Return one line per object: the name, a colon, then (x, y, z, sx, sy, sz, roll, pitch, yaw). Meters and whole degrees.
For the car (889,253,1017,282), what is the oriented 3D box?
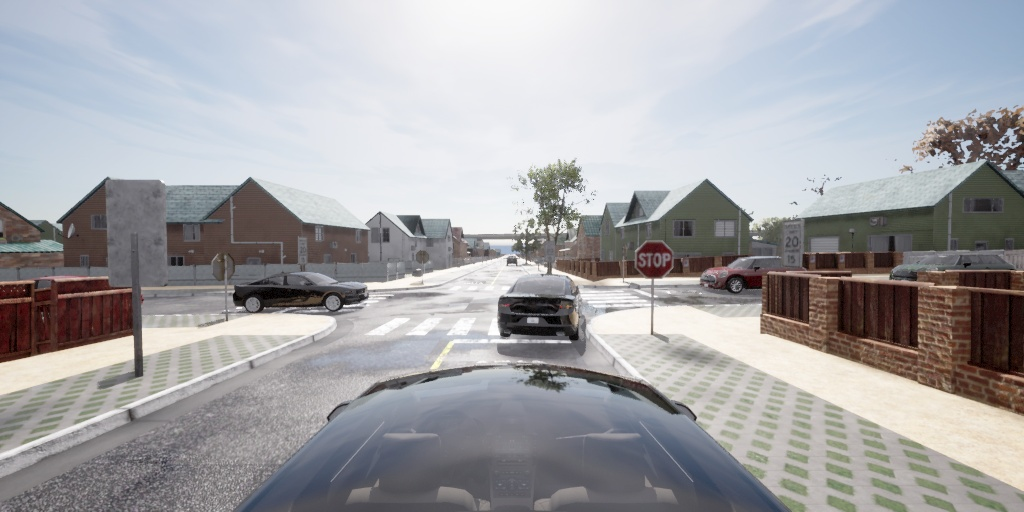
car: (21.703, 0.646, 17.756, 4.553, 1.767, 2.097, -1, 2, 0)

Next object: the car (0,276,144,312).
car: (-18.020, 1.547, 14.542, 5.008, 1.535, 1.882, -1, 2, 0)

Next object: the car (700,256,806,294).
car: (11.808, 0.821, 17.686, 4.553, 1.767, 2.097, -1, 2, 0)

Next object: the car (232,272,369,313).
car: (-8.467, 1.377, 14.604, 5.008, 1.535, 1.882, -1, 2, 0)

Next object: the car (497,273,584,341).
car: (0.958, 1.225, 10.077, 1.882, 1.535, 5.008, 0, 0, 12)
